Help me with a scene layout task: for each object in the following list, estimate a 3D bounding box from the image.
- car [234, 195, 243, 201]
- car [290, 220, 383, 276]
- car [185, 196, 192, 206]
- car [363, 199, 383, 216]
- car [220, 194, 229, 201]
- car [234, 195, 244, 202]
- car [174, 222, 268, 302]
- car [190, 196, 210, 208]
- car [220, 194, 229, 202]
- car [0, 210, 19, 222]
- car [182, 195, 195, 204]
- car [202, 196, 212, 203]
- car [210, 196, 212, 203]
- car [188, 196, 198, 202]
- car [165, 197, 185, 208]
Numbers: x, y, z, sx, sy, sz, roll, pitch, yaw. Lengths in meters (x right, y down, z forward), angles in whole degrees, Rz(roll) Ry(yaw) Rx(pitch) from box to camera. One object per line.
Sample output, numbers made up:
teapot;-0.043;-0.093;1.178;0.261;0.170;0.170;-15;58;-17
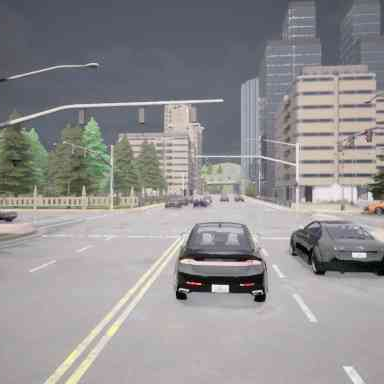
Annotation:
car;11.823;1.537;85.402;2.033;1.411;5.357;0;0;5
car;4.393;1.564;10.395;1.994;1.385;4.181;0;0;5
car;-1.643;1.547;55.697;2.033;1.411;5.357;0;0;6
car;19.152;1.352;32.117;4.553;1.767;2.097;0;0;7
car;8.336;1.353;85.704;2.097;1.767;4.553;0;0;5
car;10.937;1.591;76.096;1.895;1.301;4.718;0;0;5
car;0.701;1.492;8.285;2.128;1.511;4.902;0;0;5
car;1.256;1.601;49.291;1.895;1.301;4.718;0;0;5
car;7.545;1.549;77.401;1.994;1.385;4.181;0;0;5
car;-15.480;1.601;24.576;4.718;1.301;1.895;0;0;5
car;-0.674;1.478;65.380;1.882;1.535;5.008;0;0;6
car;3.171;1.505;68.457;1.837;1.490;4.892;0;0;6
car;2.143;1.601;58.412;1.895;1.301;4.718;0;0;6
car;0.315;1.595;75.319;1.895;1.301;4.718;0;0;5
car;-2.527;1.564;46.497;1.994;1.385;4.181;0;0;5
